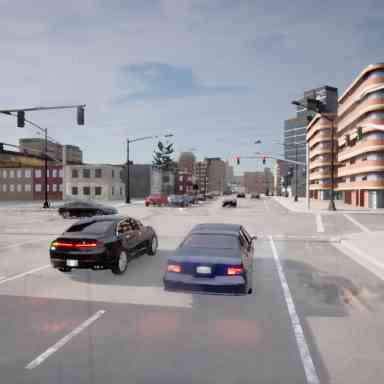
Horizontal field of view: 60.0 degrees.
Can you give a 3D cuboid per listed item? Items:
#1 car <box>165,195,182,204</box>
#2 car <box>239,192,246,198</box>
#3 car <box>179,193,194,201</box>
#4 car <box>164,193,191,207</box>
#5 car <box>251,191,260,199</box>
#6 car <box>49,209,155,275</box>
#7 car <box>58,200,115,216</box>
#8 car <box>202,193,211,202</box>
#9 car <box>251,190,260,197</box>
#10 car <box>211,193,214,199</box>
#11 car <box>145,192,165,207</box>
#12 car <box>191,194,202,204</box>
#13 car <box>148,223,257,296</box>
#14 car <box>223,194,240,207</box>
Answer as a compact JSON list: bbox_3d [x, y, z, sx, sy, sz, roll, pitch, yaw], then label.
[{"bbox_3d":[-3.249,1.238,58.822,1.812,1.442,4.674,0,1,12],"label":"car"},{"bbox_3d":[12.385,0.790,83.515,1.994,1.385,4.181,0,1,11],"label":"car"},{"bbox_3d":[-1.127,1.073,69.196,2.033,1.411,5.357,0,1,11],"label":"car"},{"bbox_3d":[-1.944,1.223,47.389,2.097,1.767,4.553,0,1,11],"label":"car"},{"bbox_3d":[14.347,0.881,75.342,2.128,1.511,4.902,0,1,11],"label":"car"},{"bbox_3d":[-2.509,1.505,10.604,1.837,1.490,4.892,0,0,11],"label":"car"},{"bbox_3d":[-8.649,1.479,27.635,4.892,1.490,1.837,0,0,10],"label":"car"},{"bbox_3d":[1.770,1.119,65.949,2.033,1.411,5.357,0,1,12],"label":"car"},{"bbox_3d":[16.351,0.464,85.546,2.097,1.767,4.553,0,1,11],"label":"car"},{"bbox_3d":[3.813,0.862,76.189,1.882,1.535,5.008,0,1,11],"label":"car"},{"bbox_3d":[-5.152,1.080,49.265,2.150,2.045,5.566,0,1,11],"label":"car"},{"bbox_3d":[-0.184,1.235,56.299,2.128,1.511,4.902,0,1,11],"label":"car"},{"bbox_3d":[0.708,1.547,8.860,2.033,1.411,5.357,0,0,11],"label":"car"},{"bbox_3d":[5.550,1.439,48.020,1.895,1.301,4.718,0,1,11],"label":"car"}]
